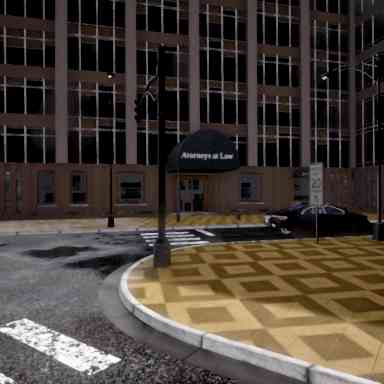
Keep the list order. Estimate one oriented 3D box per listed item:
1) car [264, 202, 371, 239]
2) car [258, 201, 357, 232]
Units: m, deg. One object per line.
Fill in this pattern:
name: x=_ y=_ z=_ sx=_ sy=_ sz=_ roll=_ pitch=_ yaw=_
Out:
car: x=6.106 y=1.309 z=15.875 sx=4.902 sy=1.511 sz=2.128 roll=0 pitch=0 yaw=-14
car: x=6.504 y=1.314 z=18.909 sx=4.902 sy=1.511 sz=2.128 roll=0 pitch=0 yaw=-14
